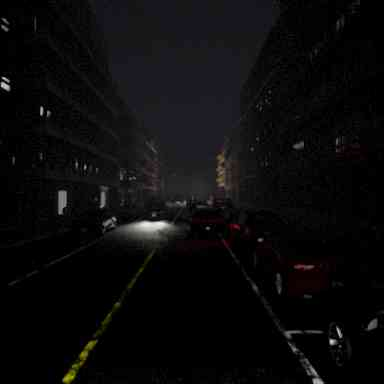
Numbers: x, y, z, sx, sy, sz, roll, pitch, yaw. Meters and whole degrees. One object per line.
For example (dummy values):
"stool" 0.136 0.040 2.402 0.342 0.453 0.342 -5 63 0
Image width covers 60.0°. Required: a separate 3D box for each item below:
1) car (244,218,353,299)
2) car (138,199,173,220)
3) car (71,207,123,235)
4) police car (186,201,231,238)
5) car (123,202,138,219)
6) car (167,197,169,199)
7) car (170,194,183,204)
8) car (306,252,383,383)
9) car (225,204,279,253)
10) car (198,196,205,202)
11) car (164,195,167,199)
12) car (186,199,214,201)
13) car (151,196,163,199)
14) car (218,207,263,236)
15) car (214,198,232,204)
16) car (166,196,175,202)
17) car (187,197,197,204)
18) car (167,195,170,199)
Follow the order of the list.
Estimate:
"car" 2.695 1.585 8.396 1.887 1.381 4.507 0 0 0
"car" -3.084 1.629 29.373 2.128 1.511 4.902 0 0 0
"car" -5.680 1.659 19.675 1.947 1.339 4.313 0 0 0
"police car" 0.767 1.512 18.280 1.930 1.638 5.238 0 0 0
"car" -5.675 1.669 30.779 1.752 1.417 4.829 0 0 0
"car" -5.661 1.850 59.131 1.802 1.307 4.206 0 0 0
"car" -2.967 1.522 70.165 2.150 2.045 5.566 0 0 0
"car" 2.692 1.580 2.759 1.947 1.339 4.313 0 0 0
"car" 2.698 1.507 14.033 1.967 1.590 4.097 0 0 0
"car" 2.736 1.956 92.941 1.887 1.381 4.507 0 0 0
"car" -5.663 1.559 53.496 2.192 1.841 5.009 0 0 0
"car" 0.679 1.614 28.235 1.882 1.535 5.008 0 0 5
"car" -5.666 1.659 47.859 1.967 1.590 4.097 0 0 0
"car" 2.701 1.644 19.668 2.008 1.369 4.403 0 0 0
"car" 2.707 1.459 30.942 2.192 1.841 5.009 0 0 0
"car" -5.647 1.828 87.312 1.967 1.590 4.097 0 0 0
"car" 0.033 1.692 69.547 2.033 1.411 5.357 0 0 0
"car" -5.649 1.679 81.678 2.192 1.841 5.009 0 0 0
